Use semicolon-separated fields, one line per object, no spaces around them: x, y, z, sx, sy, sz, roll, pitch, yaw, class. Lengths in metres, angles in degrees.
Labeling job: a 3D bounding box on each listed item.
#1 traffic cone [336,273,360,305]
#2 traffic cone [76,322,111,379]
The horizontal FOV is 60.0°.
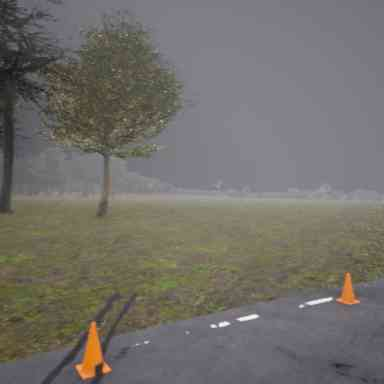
3.221;1.960;6.854;0.340;0.580;0.340;0;0;-29;traffic cone
-1.230;1.924;4.160;0.340;0.580;0.340;0;0;-34;traffic cone
